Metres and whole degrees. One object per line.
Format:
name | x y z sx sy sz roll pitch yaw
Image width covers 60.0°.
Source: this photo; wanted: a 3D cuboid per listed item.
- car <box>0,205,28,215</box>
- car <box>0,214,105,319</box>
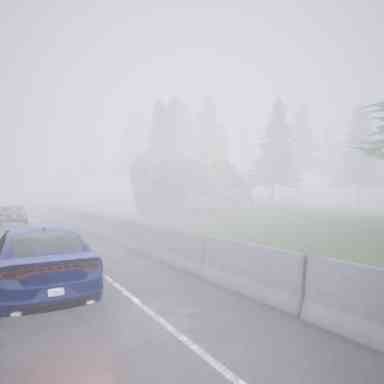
car | -13.096 1.686 24.362 2.033 1.411 5.357 0 -1 -30
car | -3.442 1.487 7.569 1.882 1.535 5.008 0 0 -30
